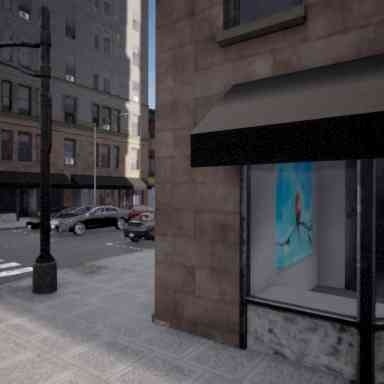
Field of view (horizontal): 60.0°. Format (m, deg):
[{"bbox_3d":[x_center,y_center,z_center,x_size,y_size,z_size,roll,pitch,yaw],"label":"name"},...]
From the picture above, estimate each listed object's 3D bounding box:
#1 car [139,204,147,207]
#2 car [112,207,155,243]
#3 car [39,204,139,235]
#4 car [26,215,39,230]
[{"bbox_3d":[-4.520,1.581,24.970,1.802,1.307,4.206,0,0,35],"label":"car"},{"bbox_3d":[-1.266,1.572,15.691,2.008,1.369,4.403,0,0,35],"label":"car"},{"bbox_3d":[-5.680,1.495,18.953,2.128,1.511,4.902,0,0,35],"label":"car"},{"bbox_3d":[-7.809,1.561,20.337,1.947,1.339,4.313,0,0,35],"label":"car"}]
